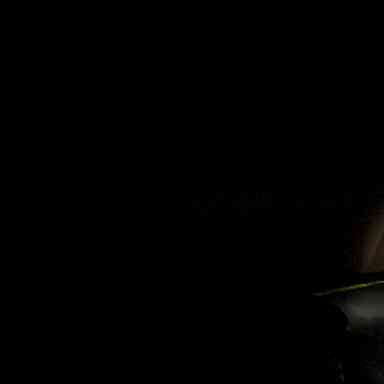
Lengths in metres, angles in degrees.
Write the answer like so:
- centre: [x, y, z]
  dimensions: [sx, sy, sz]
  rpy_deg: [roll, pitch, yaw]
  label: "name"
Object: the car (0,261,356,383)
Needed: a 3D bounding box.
- centre: [-0.465, 1.461, 3.150]
  dimensions: [4.902, 1.511, 2.128]
  rpy_deg: [0, 0, -32]
  label: "car"
